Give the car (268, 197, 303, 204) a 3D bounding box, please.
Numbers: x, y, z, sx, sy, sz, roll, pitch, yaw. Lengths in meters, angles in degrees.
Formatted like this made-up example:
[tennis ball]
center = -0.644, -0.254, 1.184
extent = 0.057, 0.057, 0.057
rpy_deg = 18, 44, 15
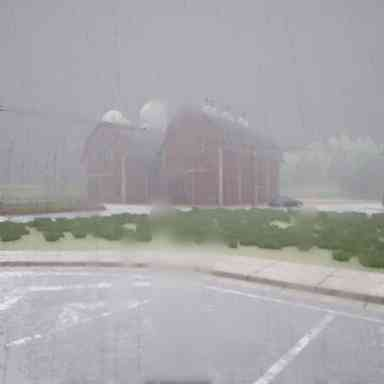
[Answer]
[car]
center = 12.383, 1.404, 43.981
extent = 4.902, 1.511, 2.128
rpy_deg = 0, 0, -22
